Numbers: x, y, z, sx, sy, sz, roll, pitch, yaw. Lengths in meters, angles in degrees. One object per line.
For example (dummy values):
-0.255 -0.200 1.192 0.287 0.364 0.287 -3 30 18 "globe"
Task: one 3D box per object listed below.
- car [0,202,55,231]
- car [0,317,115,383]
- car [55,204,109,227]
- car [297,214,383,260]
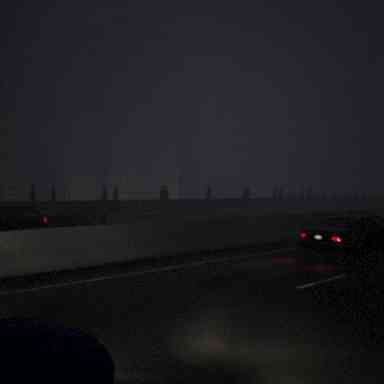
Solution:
-8.902 1.351 14.839 4.553 1.767 2.097 0 0 -36 "car"
-2.860 1.478 1.706 5.008 1.535 1.882 0 0 -36 "car"
-7.533 1.491 20.115 4.902 1.511 2.128 0 0 -35 "car"
6.227 1.547 12.489 5.357 1.411 2.033 0 0 -36 "car"
